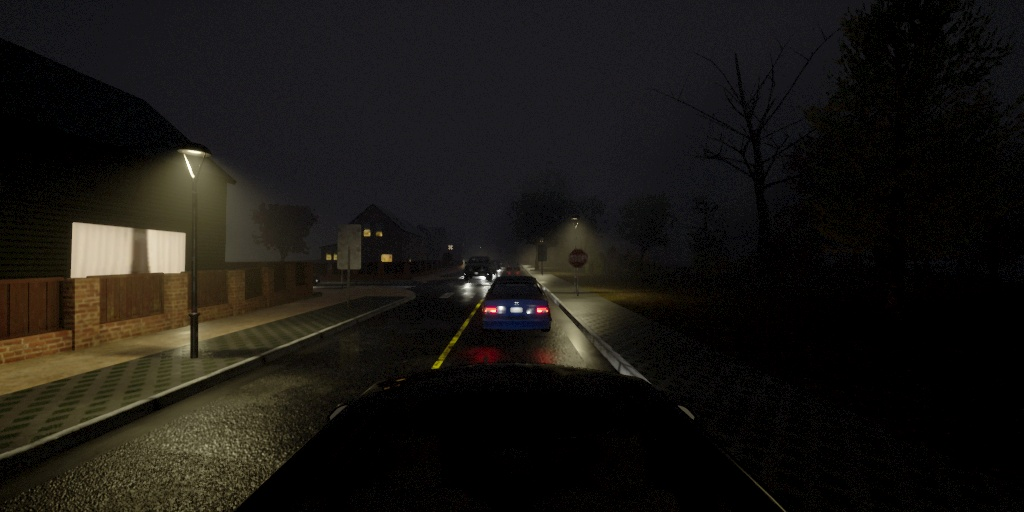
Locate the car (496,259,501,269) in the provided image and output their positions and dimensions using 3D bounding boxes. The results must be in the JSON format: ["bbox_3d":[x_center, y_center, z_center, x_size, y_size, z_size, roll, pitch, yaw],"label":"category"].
[{"bbox_3d":[-2.782,1.314,43.390,2.128,1.511,4.902,0,0,0],"label":"car"}]

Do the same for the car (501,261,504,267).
[{"bbox_3d":[-2.733,1.372,56.273,1.837,1.490,4.892,0,-1,0],"label":"car"}]

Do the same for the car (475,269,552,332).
[{"bbox_3d":[0.106,1.305,10.846,2.033,1.411,5.357,0,0,0],"label":"car"}]

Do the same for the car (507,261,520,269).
[{"bbox_3d":[0.182,1.454,52.833,1.895,1.301,4.718,0,0,0],"label":"car"}]

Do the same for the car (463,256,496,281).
[{"bbox_3d":[-2.813,1.013,30.990,2.150,2.045,5.566,0,0,0],"label":"car"}]

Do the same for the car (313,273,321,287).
[{"bbox_3d":[-14.774,1.297,22.946,4.674,1.442,1.812,0,-2,2],"label":"car"}]
